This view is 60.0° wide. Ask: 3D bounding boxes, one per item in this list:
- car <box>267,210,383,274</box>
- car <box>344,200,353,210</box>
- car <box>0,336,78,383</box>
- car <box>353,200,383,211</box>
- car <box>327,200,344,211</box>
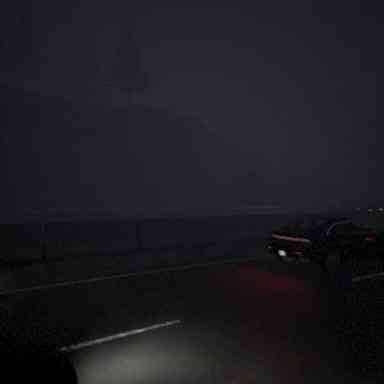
[{"bbox_3d":[4.648,1.546,10.757,4.902,1.511,2.128,1,0,-31],"label":"car"},{"bbox_3d":[20.217,1.730,38.025,4.892,1.490,1.837,1,0,-21],"label":"car"},{"bbox_3d":[-2.933,1.504,1.565,4.674,1.442,1.812,1,0,-36],"label":"car"},{"bbox_3d":[19.228,1.715,33.870,4.892,1.490,1.837,1,0,-22],"label":"car"},{"bbox_3d":[19.167,1.701,41.367,5.008,1.535,1.882,1,0,-21],"label":"car"}]
